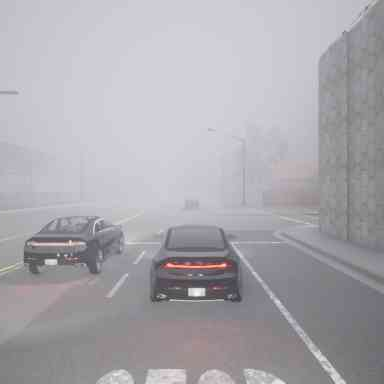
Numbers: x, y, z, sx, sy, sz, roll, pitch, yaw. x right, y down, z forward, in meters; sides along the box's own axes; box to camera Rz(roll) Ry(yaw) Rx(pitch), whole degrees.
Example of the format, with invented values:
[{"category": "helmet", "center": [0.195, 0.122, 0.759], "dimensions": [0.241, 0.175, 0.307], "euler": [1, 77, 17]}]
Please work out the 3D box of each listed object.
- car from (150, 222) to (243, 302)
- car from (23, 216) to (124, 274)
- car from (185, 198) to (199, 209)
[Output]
[{"category": "car", "center": [0.078, 1.505, 8.241], "dimensions": [1.837, 1.490, 4.892], "euler": [0, 0, 0]}, {"category": "car", "center": [-3.430, 1.492, 10.509], "dimensions": [2.128, 1.511, 4.902], "euler": [0, 0, 0]}, {"category": "car", "center": [-0.026, 1.491, 44.224], "dimensions": [2.128, 1.511, 4.902], "euler": [0, 0, 0]}]
